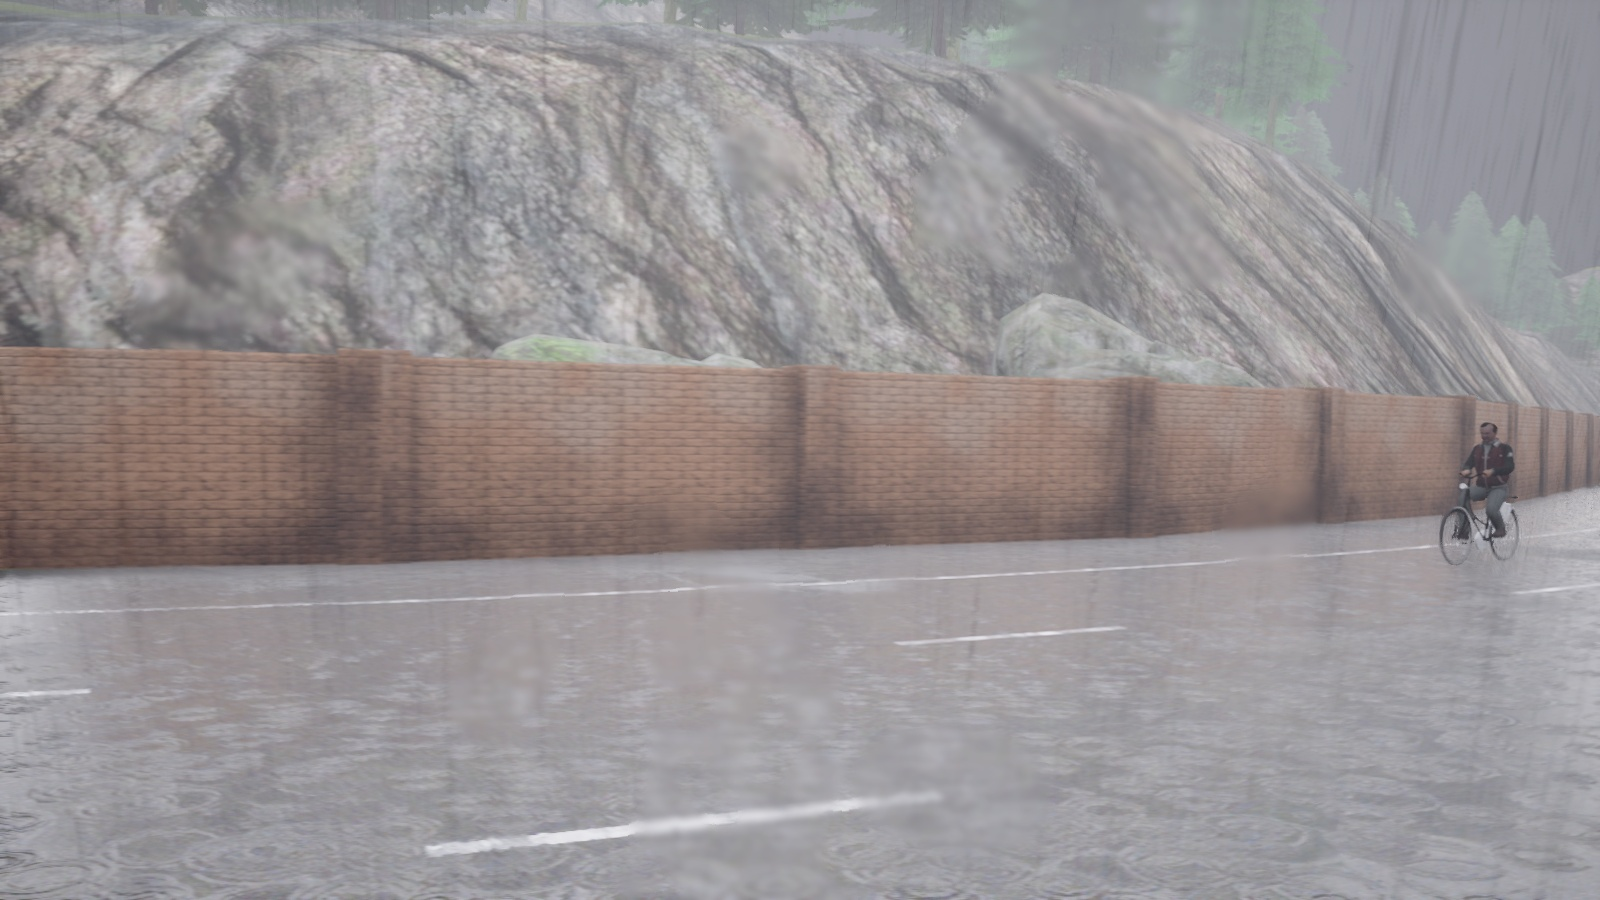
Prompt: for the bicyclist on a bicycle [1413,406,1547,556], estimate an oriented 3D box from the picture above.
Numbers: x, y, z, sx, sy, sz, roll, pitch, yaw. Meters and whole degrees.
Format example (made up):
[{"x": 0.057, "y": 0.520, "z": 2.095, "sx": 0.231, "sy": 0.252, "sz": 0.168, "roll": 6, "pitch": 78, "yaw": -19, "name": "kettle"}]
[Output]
[{"x": 8.442, "y": 0.355, "z": 15.561, "sx": 1.843, "sy": 1.776, "sz": 0.659, "roll": -1, "pitch": 0, "yaw": -34, "name": "bicyclist on a bicycle"}]
